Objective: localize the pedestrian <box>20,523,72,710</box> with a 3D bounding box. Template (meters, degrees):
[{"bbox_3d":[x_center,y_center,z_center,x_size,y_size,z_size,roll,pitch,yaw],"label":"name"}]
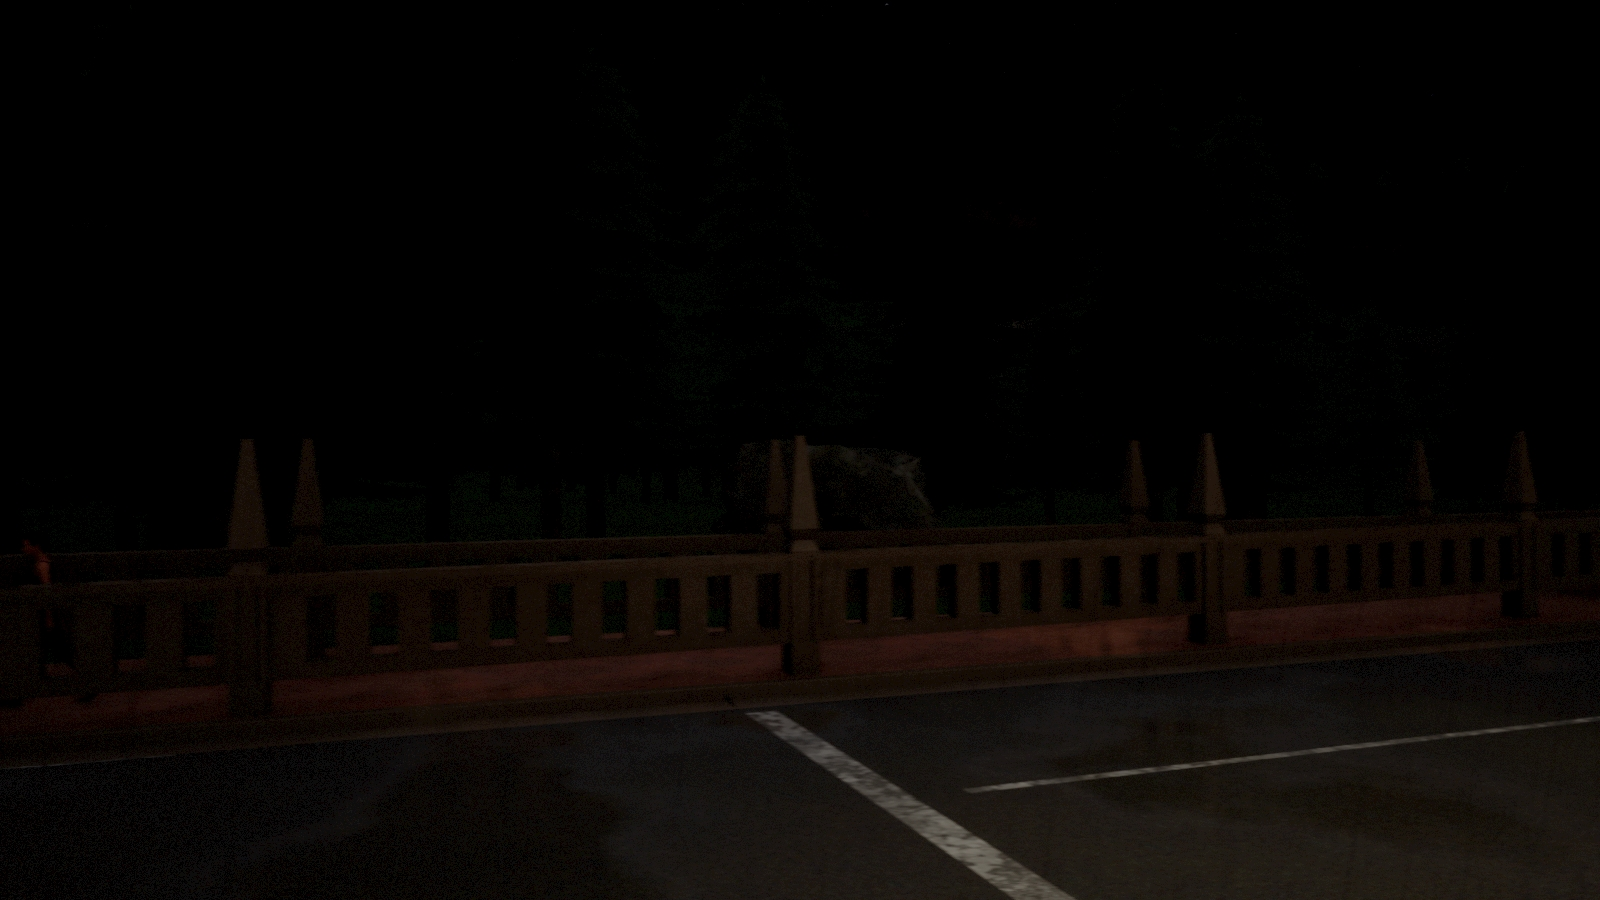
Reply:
[{"bbox_3d":[-7.772,1.694,11.786,0.375,1.860,0.375,0,0,-20],"label":"pedestrian"}]
